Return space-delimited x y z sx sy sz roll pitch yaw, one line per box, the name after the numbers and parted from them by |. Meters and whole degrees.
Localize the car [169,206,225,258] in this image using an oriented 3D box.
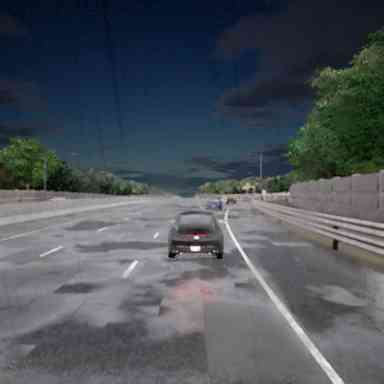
0.186 1.503 12.772 1.837 1.490 4.892 0 0 2 | car

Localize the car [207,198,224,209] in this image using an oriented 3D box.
2.952 1.541 42.256 1.812 1.442 4.674 0 0 9 | car

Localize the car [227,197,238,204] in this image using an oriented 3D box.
8.220 1.738 67.695 1.837 1.490 4.892 0 0 15 | car

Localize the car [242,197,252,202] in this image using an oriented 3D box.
14.661 1.908 88.714 2.033 1.411 5.357 -1 0 21 | car
